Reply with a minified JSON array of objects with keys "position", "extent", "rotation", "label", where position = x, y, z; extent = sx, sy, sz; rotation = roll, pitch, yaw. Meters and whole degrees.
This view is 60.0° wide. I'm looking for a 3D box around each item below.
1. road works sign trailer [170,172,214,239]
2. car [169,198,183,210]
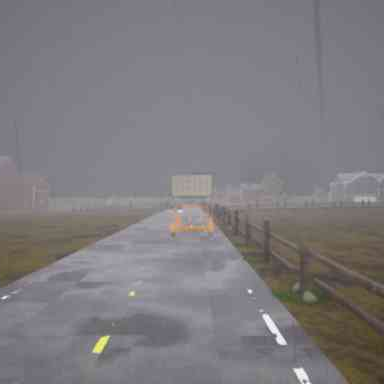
[{"position":[-0.002,0.689,18.717],"extent":[2.380,3.560,2.880],"rotation":[0,-1,0],"label":"road works sign trailer"},{"position":[-2.798,2.115,58.765],"extent":[2.150,2.045,5.566],"rotation":[0,-1,1],"label":"car"}]
